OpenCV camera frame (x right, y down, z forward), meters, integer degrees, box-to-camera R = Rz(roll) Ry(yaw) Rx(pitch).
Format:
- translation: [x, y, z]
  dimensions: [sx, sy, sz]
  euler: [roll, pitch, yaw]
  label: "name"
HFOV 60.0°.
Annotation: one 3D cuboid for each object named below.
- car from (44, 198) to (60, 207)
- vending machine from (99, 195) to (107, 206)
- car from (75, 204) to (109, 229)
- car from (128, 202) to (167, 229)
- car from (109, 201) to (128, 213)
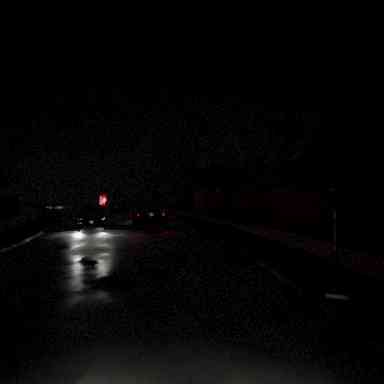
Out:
- translation: [-24.895, 1.814, 59.135]
  dimensions: [1.882, 1.535, 5.008]
  euler: [0, 0, -37]
  label: "car"
- translation: [-15.903, 1.504, 59.575]
  dimensions: [1.100, 2.100, 0.880]
  euler: [0, 0, -36]
  label: "vending machine"
- translation: [-6.806, 1.625, 22.769]
  dimensions: [1.837, 1.490, 4.892]
  euler: [0, 0, -15]
  label: "car"
- translation: [-3.025, 1.462, 22.756]
  dimensions: [2.097, 1.767, 4.553]
  euler: [0, 0, -13]
  label: "car"
- translation: [-9.128, 1.752, 40.358]
  dimensions: [2.033, 1.411, 5.357]
  euler: [0, 0, -25]
  label: "car"
